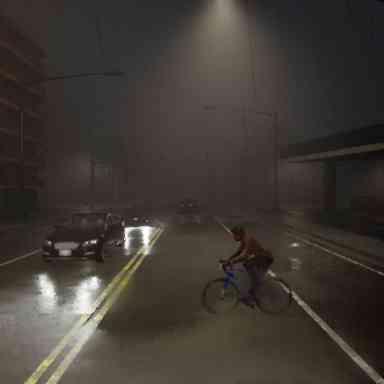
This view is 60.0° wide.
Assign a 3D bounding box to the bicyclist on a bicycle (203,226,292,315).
[{"bbox_3d":[1.009,1.452,6.078,1.656,1.620,0.582,0,0,0],"label":"bicyclist on a bicycle"}]

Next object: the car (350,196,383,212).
[{"bbox_3d":[20.051,1.295,36.677,4.611,1.667,2.242,0,0,1],"label":"car"}]

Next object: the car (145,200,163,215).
[{"bbox_3d":[-3.728,1.491,30.347,2.128,1.511,4.902,0,0,0],"label":"car"}]

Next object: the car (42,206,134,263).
[{"bbox_3d":[-3.668,1.492,12.045,2.128,1.511,4.902,0,0,0],"label":"car"}]

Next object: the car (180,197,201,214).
[{"bbox_3d":[-0.132,1.352,35.091,2.097,1.767,4.553,0,0,0],"label":"car"}]

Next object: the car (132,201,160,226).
[{"bbox_3d":[-3.647,1.564,23.532,1.994,1.385,4.181,0,0,0],"label":"car"}]
